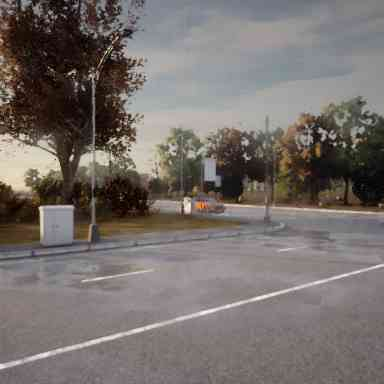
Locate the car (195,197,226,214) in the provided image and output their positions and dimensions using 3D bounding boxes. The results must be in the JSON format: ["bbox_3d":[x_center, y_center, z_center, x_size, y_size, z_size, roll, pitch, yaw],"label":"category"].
[{"bbox_3d":[1.650,1.335,35.849,2.097,1.767,4.553,0,0,-32],"label":"car"}]
